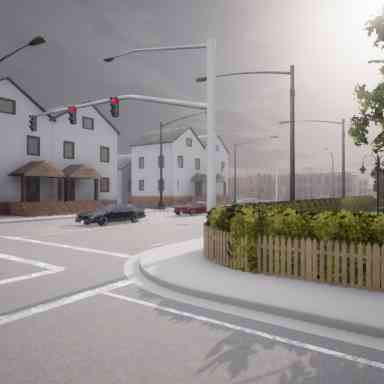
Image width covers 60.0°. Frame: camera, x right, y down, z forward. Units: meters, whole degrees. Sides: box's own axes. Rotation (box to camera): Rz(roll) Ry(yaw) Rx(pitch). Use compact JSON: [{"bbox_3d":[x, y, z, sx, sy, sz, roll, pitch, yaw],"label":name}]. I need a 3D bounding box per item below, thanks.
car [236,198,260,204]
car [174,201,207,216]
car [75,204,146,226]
[{"bbox_3d":[7.242,1.505,42.397,1.837,1.490,4.892,0,0,35],"label":"car"},{"bbox_3d":[0.244,1.601,32.274,1.895,1.301,4.718,0,0,35],"label":"car"},{"bbox_3d":[-5.612,1.547,23.781,2.033,1.411,5.357,0,0,35],"label":"car"}]
